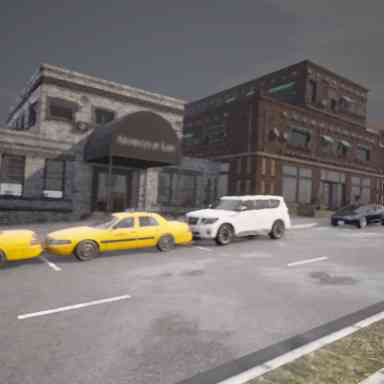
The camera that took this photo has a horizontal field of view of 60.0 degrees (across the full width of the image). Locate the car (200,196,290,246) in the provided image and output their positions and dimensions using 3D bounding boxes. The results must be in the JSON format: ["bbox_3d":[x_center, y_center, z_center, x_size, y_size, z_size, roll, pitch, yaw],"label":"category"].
[{"bbox_3d":[2.200,1.193,15.504,5.566,2.045,2.435,0,0,-36],"label":"car"}]

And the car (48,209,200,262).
[{"bbox_3d":[-2.519,1.424,12.115,5.366,1.575,1.946,0,0,-36],"label":"car"}]

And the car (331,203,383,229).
[{"bbox_3d":[11.165,1.506,21.956,4.792,1.488,2.163,0,0,-36],"label":"car"}]

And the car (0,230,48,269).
[{"bbox_3d":[-7.005,1.408,8.890,5.366,1.575,1.946,0,0,-36],"label":"car"}]
